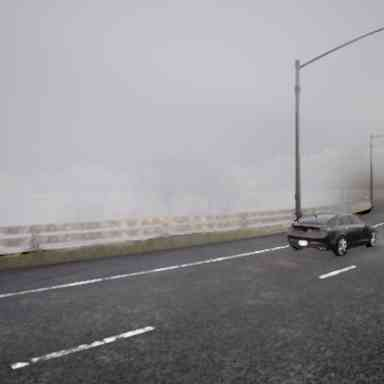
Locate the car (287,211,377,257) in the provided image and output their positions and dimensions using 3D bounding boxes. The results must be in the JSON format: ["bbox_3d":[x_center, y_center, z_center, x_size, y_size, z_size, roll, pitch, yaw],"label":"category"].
[{"bbox_3d":[5.691,1.541,13.244,4.892,1.490,1.837,0,0,-42],"label":"car"}]
